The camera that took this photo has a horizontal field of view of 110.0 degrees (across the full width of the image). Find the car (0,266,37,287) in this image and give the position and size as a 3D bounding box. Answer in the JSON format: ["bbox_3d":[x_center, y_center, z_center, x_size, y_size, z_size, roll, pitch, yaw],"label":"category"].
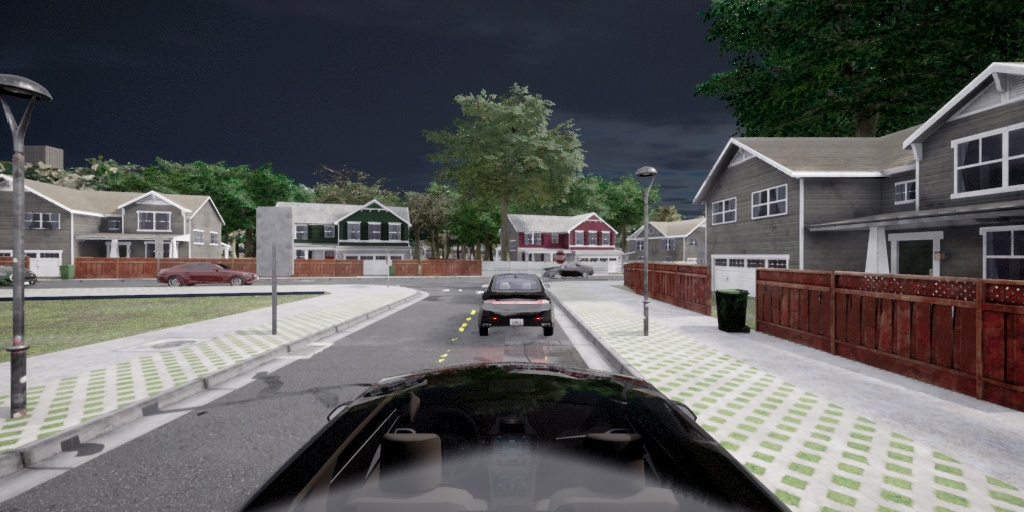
[{"bbox_3d":[-26.897,0.776,17.532,4.553,1.767,2.097,1,0,-20],"label":"car"}]

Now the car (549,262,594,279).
[{"bbox_3d":[5.012,1.313,32.267,4.902,1.511,2.128,1,0,-20],"label":"car"}]

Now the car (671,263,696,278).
[{"bbox_3d":[16.826,1.430,36.563,5.008,1.535,1.882,0,0,-20],"label":"car"}]

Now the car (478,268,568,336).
[{"bbox_3d":[0.104,1.240,10.314,2.128,1.511,4.902,0,0,0],"label":"car"}]

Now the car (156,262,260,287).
[{"bbox_3d":[-17.563,1.071,20.932,4.674,1.442,1.812,1,0,-20],"label":"car"}]
